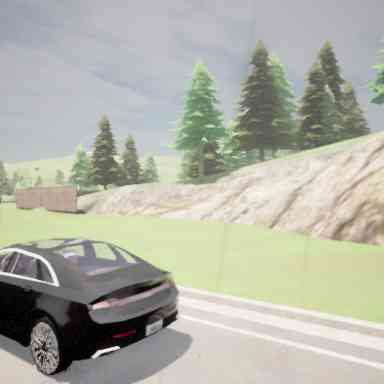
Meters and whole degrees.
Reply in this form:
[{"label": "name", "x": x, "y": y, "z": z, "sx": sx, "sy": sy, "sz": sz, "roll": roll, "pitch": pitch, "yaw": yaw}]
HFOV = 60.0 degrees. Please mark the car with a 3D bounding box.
[{"label": "car", "x": -2.454, "y": 1.554, "z": 5.677, "sx": 4.902, "sy": 1.511, "sz": 2.128, "roll": -1, "pitch": 0, "yaw": 35}]
